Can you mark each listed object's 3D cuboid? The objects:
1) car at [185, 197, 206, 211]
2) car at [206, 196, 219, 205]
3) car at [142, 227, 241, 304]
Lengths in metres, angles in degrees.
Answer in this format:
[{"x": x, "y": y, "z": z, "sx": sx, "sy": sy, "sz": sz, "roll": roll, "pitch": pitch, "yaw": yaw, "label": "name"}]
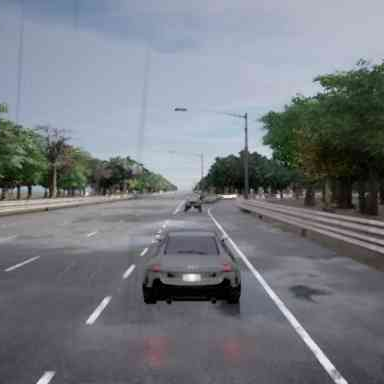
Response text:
[{"x": 0.243, "y": 1.390, "z": 37.974, "sx": 1.837, "sy": 1.490, "sz": 4.892, "roll": -1, "pitch": 0, "yaw": 4, "label": "car"}, {"x": 3.170, "y": 1.375, "z": 55.327, "sx": 2.033, "sy": 1.411, "sz": 5.357, "roll": 0, "pitch": 0, "yaw": 16, "label": "car"}, {"x": -0.007, "y": 1.542, "z": 8.135, "sx": 1.994, "sy": 1.385, "sz": 4.181, "roll": 0, "pitch": 0, "yaw": 0, "label": "car"}]
